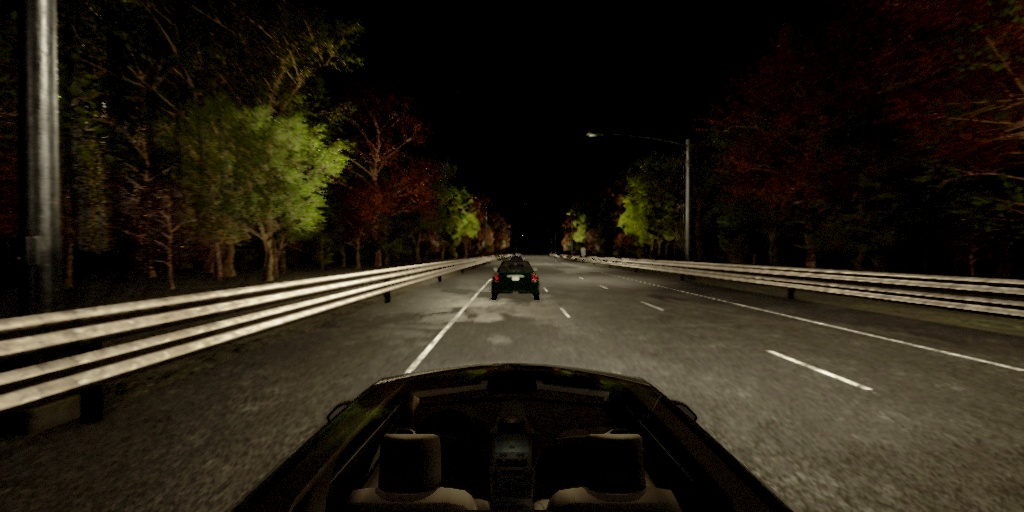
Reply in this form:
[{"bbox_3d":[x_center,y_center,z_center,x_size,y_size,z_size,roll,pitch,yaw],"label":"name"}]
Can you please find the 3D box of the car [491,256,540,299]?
[{"bbox_3d":[0.162,0.951,16.998,2.097,1.767,4.553,0,1,0],"label":"car"}]
